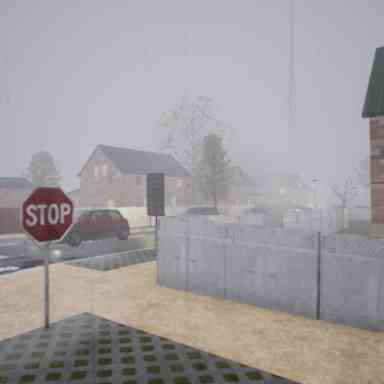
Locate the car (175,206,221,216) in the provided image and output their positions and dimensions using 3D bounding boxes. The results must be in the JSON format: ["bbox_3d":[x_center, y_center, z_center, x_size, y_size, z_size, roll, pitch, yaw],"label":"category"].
[{"bbox_3d":[0.401,1.875,24.928,2.097,1.767,4.553,-1,-2,36],"label":"car"}]

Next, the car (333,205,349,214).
[{"bbox_3d":[23.333,2.792,52.050,1.837,1.490,4.892,-1,-2,35],"label":"car"}]

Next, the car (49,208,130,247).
[{"bbox_3d":[-5.316,1.651,16.845,2.097,1.767,4.553,-1,-2,34],"label":"car"}]

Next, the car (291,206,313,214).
[{"bbox_3d":[15.153,2.647,45.485,2.033,1.411,5.357,-1,-2,35],"label":"car"}]

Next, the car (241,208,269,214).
[{"bbox_3d":[6.165,2.313,33.002,1.994,1.385,4.181,-1,-2,36],"label":"car"}]
